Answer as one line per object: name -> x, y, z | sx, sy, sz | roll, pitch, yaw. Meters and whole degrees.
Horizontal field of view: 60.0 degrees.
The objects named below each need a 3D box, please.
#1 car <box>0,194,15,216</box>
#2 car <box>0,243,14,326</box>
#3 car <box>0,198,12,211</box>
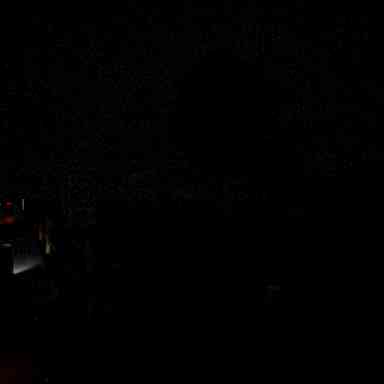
car -> -18.780, 1.239, 32.701 | 2.150, 2.045, 5.566 | 0, 0, -28
car -> -4.599, 1.563, 6.476 | 1.994, 1.385, 4.181 | 0, 0, -28
car -> -23.932, 1.576, 42.105 | 2.033, 1.411, 5.357 | 0, 0, -28
